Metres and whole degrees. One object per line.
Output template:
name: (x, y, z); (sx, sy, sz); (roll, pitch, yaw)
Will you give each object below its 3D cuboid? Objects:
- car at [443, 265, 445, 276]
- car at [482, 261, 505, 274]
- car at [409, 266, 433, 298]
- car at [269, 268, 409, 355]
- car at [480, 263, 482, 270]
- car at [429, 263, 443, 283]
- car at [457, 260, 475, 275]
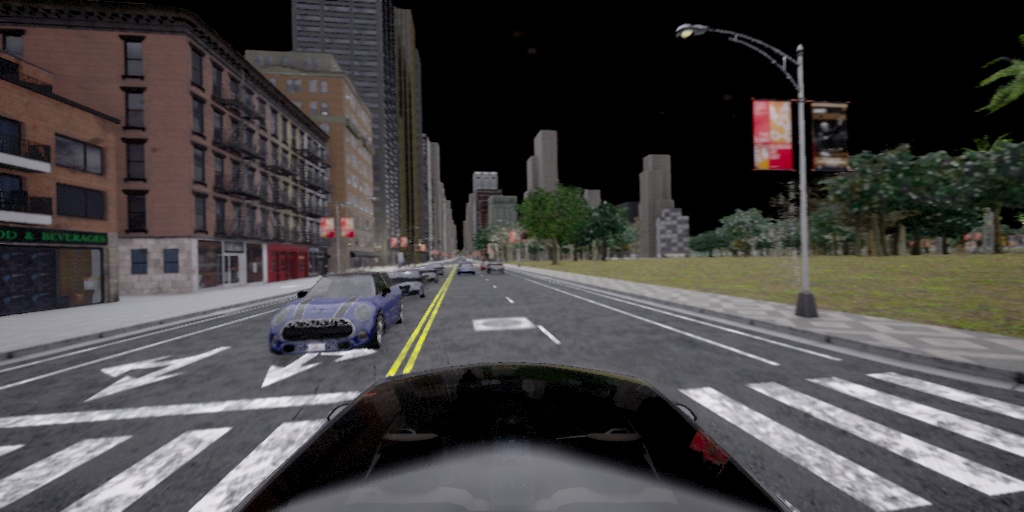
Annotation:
car: (-8.343, 1.487, 39.535); (2.033, 1.411, 5.357); (-1, 0, -8)
car: (-1.971, 1.277, 41.745); (2.128, 1.511, 4.902); (-1, 0, -8)
car: (-5.530, 1.440, 19.074); (1.994, 1.385, 4.181); (-1, 0, -8)
car: (-4.146, 1.198, 9.225); (2.097, 1.767, 4.553); (-1, 0, -8)
car: (-3.568, 1.387, 52.426); (1.994, 1.385, 4.181); (-1, 0, -7)
car: (-6.925, 1.471, 28.983); (1.994, 1.385, 4.181); (-1, 0, -9)
car: (-5.218, 1.428, 40.816); (1.994, 1.385, 4.181); (-1, 0, -8)
